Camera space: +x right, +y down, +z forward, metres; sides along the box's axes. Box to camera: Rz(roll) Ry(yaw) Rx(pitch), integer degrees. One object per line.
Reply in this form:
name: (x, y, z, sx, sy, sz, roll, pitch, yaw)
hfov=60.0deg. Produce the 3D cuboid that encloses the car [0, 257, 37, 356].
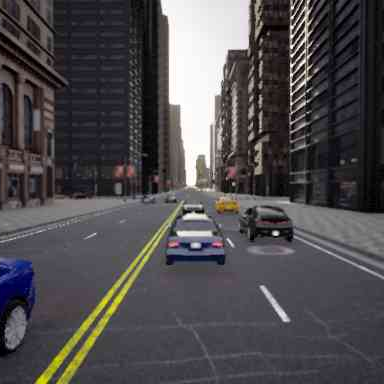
car: (-3.349, 1.451, 3.130, 1.882, 1.535, 5.008, 0, 0, 0)

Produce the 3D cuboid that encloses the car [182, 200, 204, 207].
car: (0.102, 1.363, 29.795, 1.895, 1.301, 4.718, 0, 0, 0)

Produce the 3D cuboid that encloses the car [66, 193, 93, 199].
car: (-22.771, 0.857, 68.426, 4.507, 1.381, 1.887, 0, 1, 0)

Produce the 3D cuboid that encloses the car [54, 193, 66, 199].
car: (-28.226, 0.793, 68.394, 4.829, 1.417, 1.752, 0, 1, 0)

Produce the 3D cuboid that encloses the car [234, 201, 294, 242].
car: (3.350, 1.380, 15.713, 1.837, 1.490, 4.892, 0, 0, 0)

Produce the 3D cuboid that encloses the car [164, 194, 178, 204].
car: (-3.298, 1.083, 52.677, 1.837, 1.490, 4.892, 0, 1, 1)

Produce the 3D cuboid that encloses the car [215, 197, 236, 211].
car: (3.353, 1.218, 32.702, 1.882, 1.535, 5.008, 0, 0, 0)

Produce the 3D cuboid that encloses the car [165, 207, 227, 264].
car: (0.099, 1.456, 11.410, 2.033, 1.411, 5.357, 0, 0, 0)

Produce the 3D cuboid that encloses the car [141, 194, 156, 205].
car: (-6.565, 1.087, 50.378, 2.128, 1.511, 4.902, 0, 1, 0)
